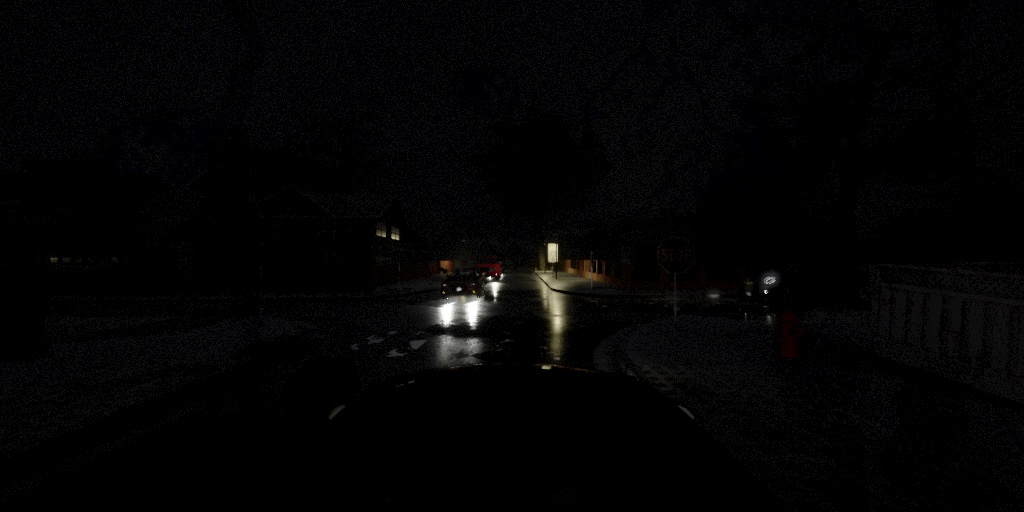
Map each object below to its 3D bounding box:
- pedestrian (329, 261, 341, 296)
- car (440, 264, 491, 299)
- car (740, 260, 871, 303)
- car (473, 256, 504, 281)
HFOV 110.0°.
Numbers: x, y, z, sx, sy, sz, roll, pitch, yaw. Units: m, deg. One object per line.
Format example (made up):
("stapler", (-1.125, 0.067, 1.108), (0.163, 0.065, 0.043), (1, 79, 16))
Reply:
("pedestrian", (-9.275, 1.160, 18.726), (0.375, 1.860, 0.375), (0, -1, 2))
("car", (-2.465, 1.364, 18.838), (1.994, 1.385, 4.181), (-2, 1, 1))
("car", (12.207, 0.991, 15.010), (4.553, 1.767, 2.097), (-1, -2, 2))
("car", (-2.143, 1.041, 31.734), (2.150, 2.045, 5.566), (0, 1, 1))
